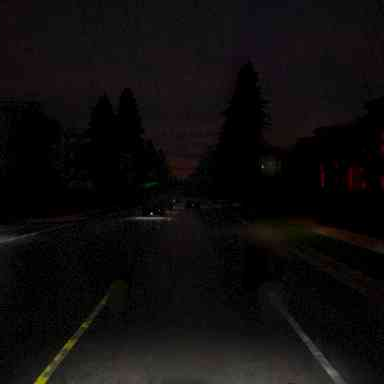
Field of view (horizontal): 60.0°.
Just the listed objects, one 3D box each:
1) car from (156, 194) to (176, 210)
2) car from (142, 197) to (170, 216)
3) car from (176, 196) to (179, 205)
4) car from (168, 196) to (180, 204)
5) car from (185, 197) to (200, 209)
[{"bbox_3d":[-3.597,1.219,42.497,2.150,2.045,5.566,0,0,0],"label":"car"},{"bbox_3d":[-3.602,1.546,32.332,2.033,1.411,5.357,0,0,0],"label":"car"},{"bbox_3d":[-3.582,1.349,52.795,2.097,1.767,4.553,0,0,0],"label":"car"},{"bbox_3d":[-3.527,1.544,66.792,2.033,1.411,5.357,0,0,0],"label":"car"},{"bbox_3d":[0.097,1.475,44.881,1.882,1.535,5.008,0,0,0],"label":"car"}]
